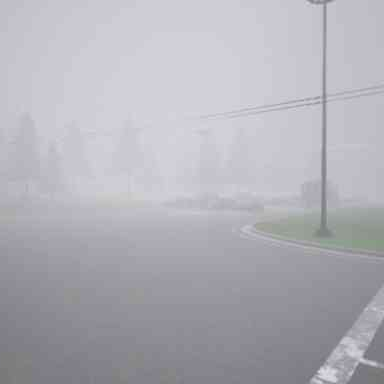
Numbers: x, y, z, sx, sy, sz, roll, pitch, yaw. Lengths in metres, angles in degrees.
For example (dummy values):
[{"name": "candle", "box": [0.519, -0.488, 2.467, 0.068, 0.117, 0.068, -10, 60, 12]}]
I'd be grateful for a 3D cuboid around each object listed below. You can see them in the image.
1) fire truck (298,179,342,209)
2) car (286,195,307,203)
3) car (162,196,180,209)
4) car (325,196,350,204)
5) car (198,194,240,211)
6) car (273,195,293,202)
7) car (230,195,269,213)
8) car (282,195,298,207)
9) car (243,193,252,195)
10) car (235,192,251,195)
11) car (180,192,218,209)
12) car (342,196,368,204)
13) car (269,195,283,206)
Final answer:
[{"name": "fire truck", "box": [17.738, 0.223, 45.545, 2.891, 3.827, 8.468, 0, 0, 36]}, {"name": "car", "box": [20.805, 1.292, 65.968, 4.892, 1.490, 1.837, 0, 0, -45]}, {"name": "car", "box": [-1.731, 1.271, 42.744, 1.882, 1.535, 5.008, 0, 0, 36]}, {"name": "car", "box": [27.353, 1.457, 62.344, 5.357, 1.411, 2.033, 0, 0, -38]}, {"name": "car", "box": [3.261, 1.334, 37.712, 2.128, 1.511, 4.902, 0, 0, 36]}, {"name": "car", "box": [18.804, 1.358, 68.856, 4.718, 1.301, 1.895, 0, 0, -45]}, {"name": "car", "box": [6.277, 1.392, 35.911, 1.812, 1.442, 4.674, 0, 0, 36]}, {"name": "car", "box": [15.487, 1.348, 48.496, 2.128, 1.511, 4.902, 0, 0, 37]}, {"name": "car", "box": [10.402, 1.312, 53.447, 1.837, 1.490, 4.892, 0, 0, 36]}, {"name": "car", "box": [8.378, 1.003, 56.565, 2.150, 2.045, 5.566, 0, 0, 36]}, {"name": "car", "box": [1.371, 1.039, 41.056, 2.150, 2.045, 5.566, 0, 0, 36]}, {"name": "car", "box": [29.515, 1.425, 59.591, 5.357, 1.411, 2.033, 0, 0, -38]}, {"name": "car", "box": [12.789, 1.432, 50.776, 1.895, 1.301, 4.718, 0, 0, 36]}]
